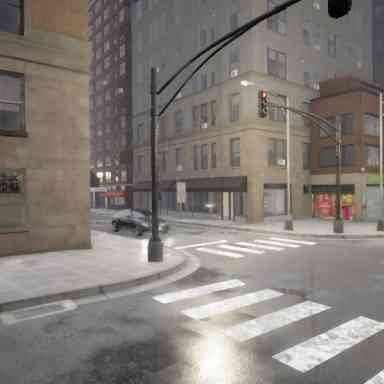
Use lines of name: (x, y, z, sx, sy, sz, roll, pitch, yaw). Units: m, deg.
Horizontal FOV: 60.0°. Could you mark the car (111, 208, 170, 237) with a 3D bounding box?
car: (-3.162, 1.695, 19.520, 1.812, 1.442, 4.674, -1, 0, -38)
